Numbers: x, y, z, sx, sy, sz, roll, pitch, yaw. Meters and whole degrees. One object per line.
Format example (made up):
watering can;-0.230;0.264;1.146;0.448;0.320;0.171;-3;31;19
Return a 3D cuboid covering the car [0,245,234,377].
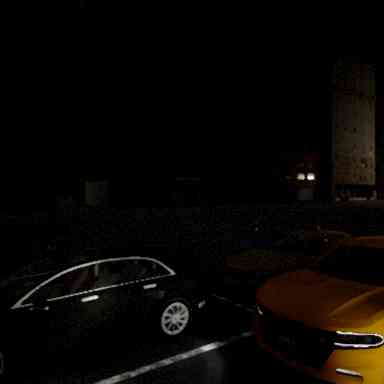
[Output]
car;-1.734;1.547;4.950;4.403;1.369;2.008;0;0;-35

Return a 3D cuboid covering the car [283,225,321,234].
car;2.760;1.525;8.137;4.829;1.417;1.752;0;0;-35

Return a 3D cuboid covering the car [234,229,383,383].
car;3.131;1.479;5.291;5.008;1.535;1.882;0;0;-35
